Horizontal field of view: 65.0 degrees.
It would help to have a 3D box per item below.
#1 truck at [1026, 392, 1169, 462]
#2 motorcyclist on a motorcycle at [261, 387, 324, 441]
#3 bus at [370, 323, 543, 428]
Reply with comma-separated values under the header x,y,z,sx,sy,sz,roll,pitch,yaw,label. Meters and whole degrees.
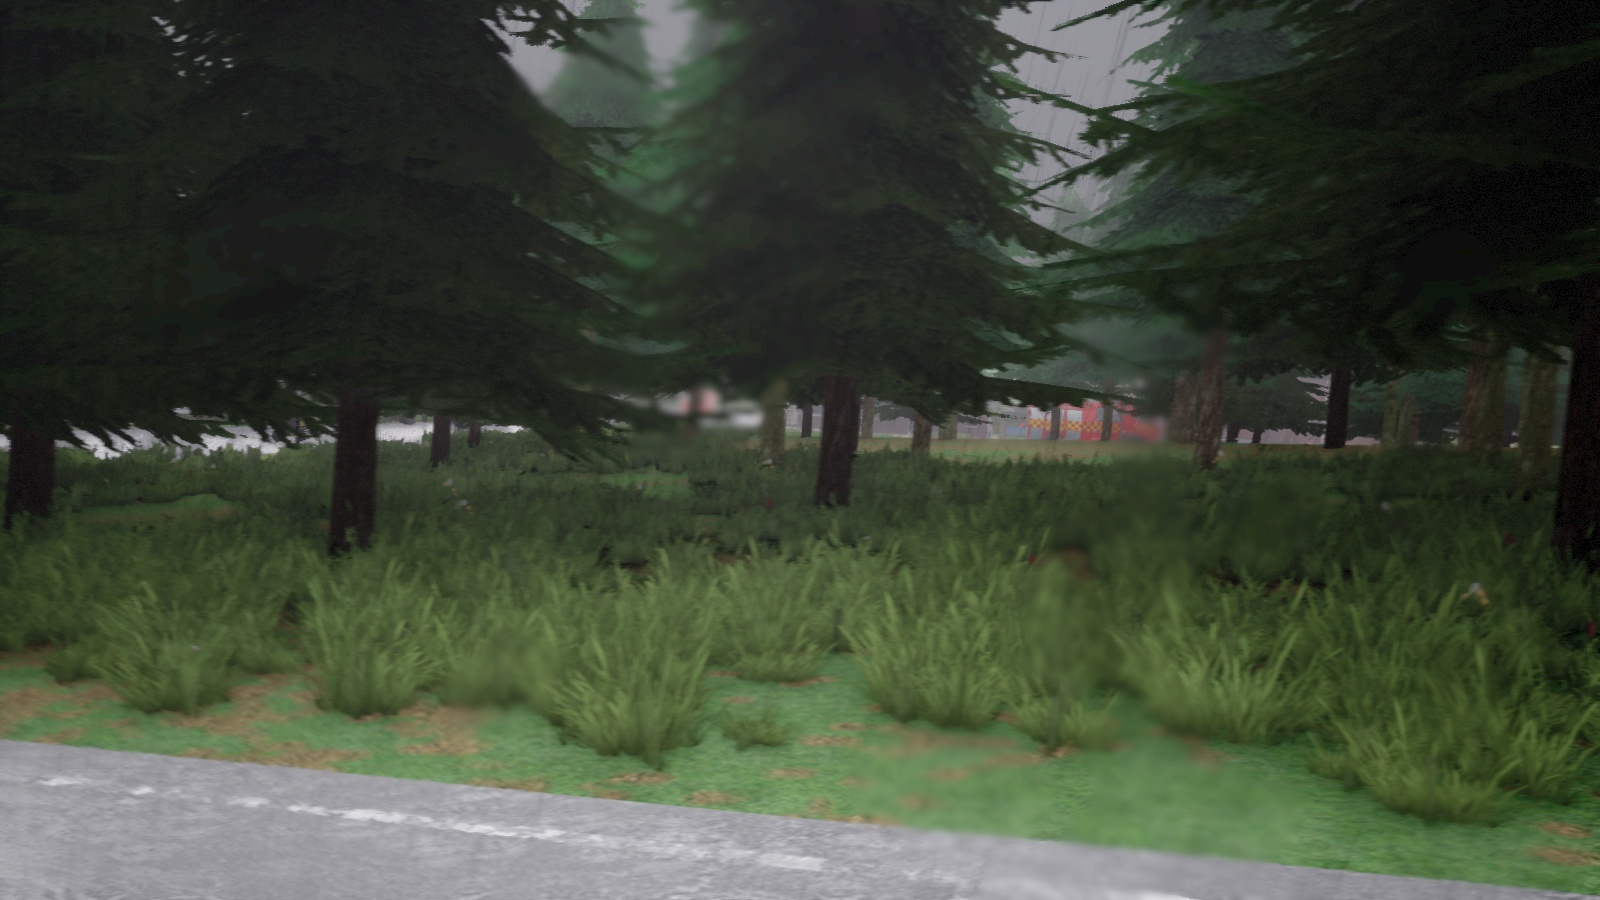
x,y,z,sx,sy,sz,roll,pitch,yaw,label
19.256,-1.518,81.766,8.468,3.827,2.891,5,2,8,truck
-15.331,-1.099,37.984,0.797,1.523,2.044,5,2,7,motorcyclist on a motorcycle
-15.888,-3.368,59.305,3.944,4.253,10.273,5,2,7,bus
